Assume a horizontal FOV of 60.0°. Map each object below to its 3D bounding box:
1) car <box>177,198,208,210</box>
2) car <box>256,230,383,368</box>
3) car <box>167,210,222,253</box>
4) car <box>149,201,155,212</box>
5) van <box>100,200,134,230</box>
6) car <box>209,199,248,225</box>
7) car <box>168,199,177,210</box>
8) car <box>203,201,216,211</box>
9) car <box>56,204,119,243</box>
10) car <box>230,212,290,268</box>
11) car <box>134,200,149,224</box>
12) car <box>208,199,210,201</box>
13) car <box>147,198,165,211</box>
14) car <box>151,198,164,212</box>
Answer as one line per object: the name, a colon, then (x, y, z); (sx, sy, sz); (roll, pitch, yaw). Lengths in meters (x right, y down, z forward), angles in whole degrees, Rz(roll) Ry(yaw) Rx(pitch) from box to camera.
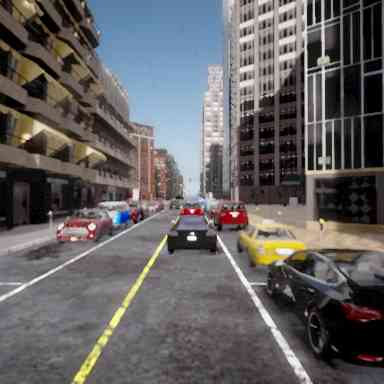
car: (0.009, 1.641, 29.090); (2.097, 1.767, 4.553); (0, -1, 0)
car: (2.572, 1.623, 5.864); (1.947, 1.339, 4.313); (0, -1, 0)
car: (0.009, 1.705, 14.341); (1.994, 1.385, 4.181); (0, -1, 0)
car: (-5.304, 1.887, 33.537); (2.008, 1.369, 4.403); (0, -1, 0)
van: (-5.304, 1.564, 22.467); (1.690, 1.788, 3.998); (0, -1, 0)
car: (2.576, 1.538, 22.473); (2.192, 1.841, 5.009); (0, -1, 0)
car: (-2.744, 2.068, 53.438); (1.837, 1.490, 4.892); (0, -1, 0)
car: (2.578, 2.045, 50.318); (1.752, 1.417, 4.829); (0, -1, 0)
car: (-5.306, 1.607, 16.930); (1.967, 1.590, 4.097); (0, -1, 0)
car: (2.573, 1.639, 11.570); (1.752, 1.417, 4.829); (0, -1, 0)
car: (-5.303, 1.594, 28.003); (2.192, 1.841, 5.009); (0, -1, 0)
car: (2.577, 1.923, 39.249); (1.752, 1.417, 4.829); (0, -1, 0)
car: (-5.300, 1.832, 50.146); (2.192, 1.841, 5.009); (0, -1, 0)
car: (-5.301, 1.896, 44.608); (1.967, 1.590, 4.097); (0, -1, 0)
